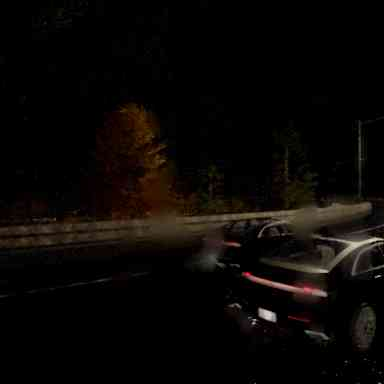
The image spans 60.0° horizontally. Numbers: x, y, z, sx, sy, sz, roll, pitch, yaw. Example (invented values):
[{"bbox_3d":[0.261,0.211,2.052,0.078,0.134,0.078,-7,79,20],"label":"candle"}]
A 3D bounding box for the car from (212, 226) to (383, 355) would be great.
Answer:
[{"bbox_3d":[2.950,1.534,6.225,4.902,1.511,2.128,0,0,-39],"label":"car"}]

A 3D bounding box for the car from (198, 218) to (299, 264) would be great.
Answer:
[{"bbox_3d":[2.424,1.560,10.359,4.902,1.511,2.128,0,0,-39],"label":"car"}]
